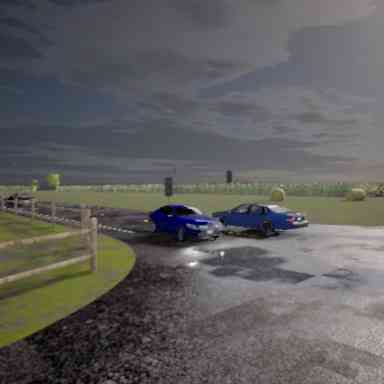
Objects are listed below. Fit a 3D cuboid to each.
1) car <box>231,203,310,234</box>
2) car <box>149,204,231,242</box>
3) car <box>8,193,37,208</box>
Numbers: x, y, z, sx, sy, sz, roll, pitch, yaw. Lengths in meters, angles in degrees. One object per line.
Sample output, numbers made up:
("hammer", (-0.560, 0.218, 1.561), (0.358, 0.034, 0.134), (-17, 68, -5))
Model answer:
("car", (3.367, 1.273, 17.500), (2.033, 1.411, 5.357), (-1, 2, -42))
("car", (-0.468, 1.302, 15.382), (1.812, 1.442, 4.674), (0, 1, -31))
("car", (-18.314, 0.845, 35.836), (2.128, 1.511, 4.902), (-1, 2, -42))
